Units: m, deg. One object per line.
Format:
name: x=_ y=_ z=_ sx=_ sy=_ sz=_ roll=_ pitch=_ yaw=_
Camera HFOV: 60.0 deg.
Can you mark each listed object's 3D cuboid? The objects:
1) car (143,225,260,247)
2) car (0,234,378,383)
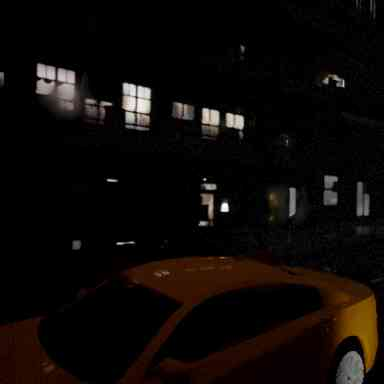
car: x=-0.141 y=1.441 z=6.441 sx=4.097 sy=1.590 sz=1.967 roll=0 pitch=1 yaw=-36
car: x=-0.115 y=1.478 z=3.297 sx=5.008 sy=1.535 sz=1.882 roll=0 pitch=0 yaw=-36
